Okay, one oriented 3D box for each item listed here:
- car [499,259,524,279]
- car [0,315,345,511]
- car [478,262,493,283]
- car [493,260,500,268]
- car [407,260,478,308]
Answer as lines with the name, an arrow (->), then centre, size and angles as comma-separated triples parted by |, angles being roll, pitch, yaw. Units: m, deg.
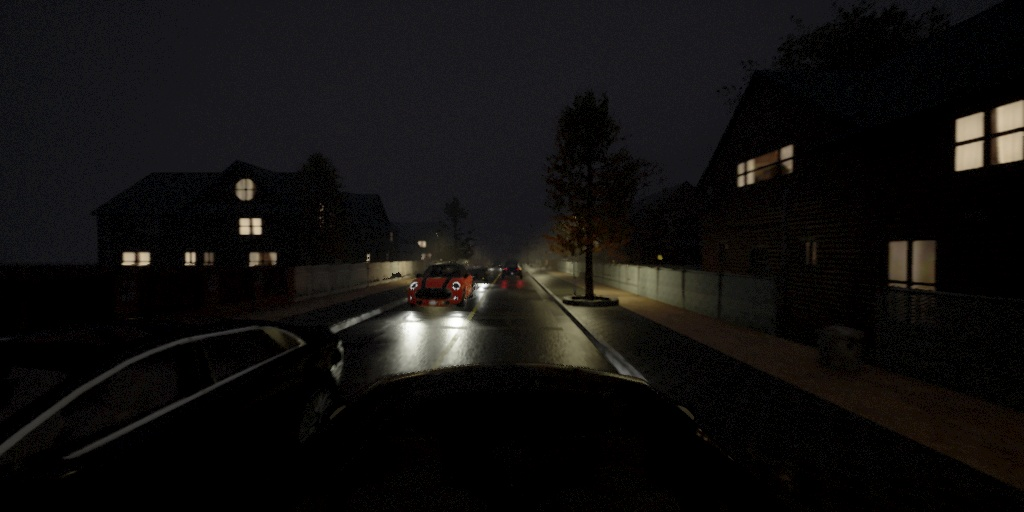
car -> 0.018, 1.291, 32.644 | 1.812, 1.442, 4.674 | 0, 0, 0
car -> -2.850, 1.241, 2.203 | 2.128, 1.511, 4.902 | 0, 0, 0
car -> -2.812, 1.321, 28.210 | 1.994, 1.385, 4.181 | 0, 0, 0
car -> -2.609, 1.475, 63.968 | 1.837, 1.490, 4.892 | 0, 0, 1
car -> -2.840, 1.092, 15.137 | 2.097, 1.767, 4.553 | 0, 0, 0
